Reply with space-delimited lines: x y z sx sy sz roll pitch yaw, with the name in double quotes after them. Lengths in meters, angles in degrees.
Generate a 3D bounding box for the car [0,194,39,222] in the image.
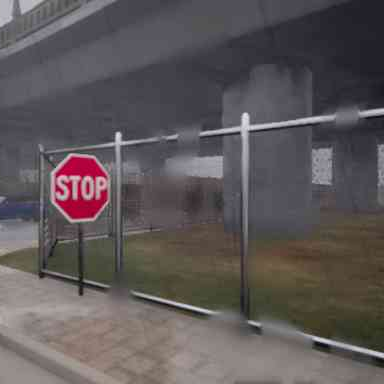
-12.754 1.188 23.501 2.150 2.045 5.566 0 0 36 "car"
